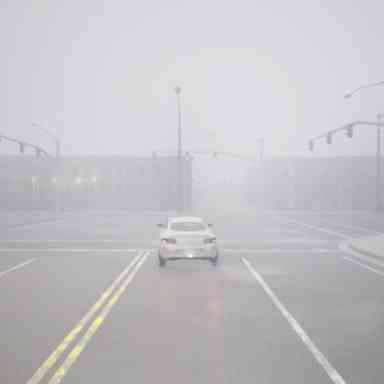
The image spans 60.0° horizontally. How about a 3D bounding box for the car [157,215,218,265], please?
[{"bbox_3d":[-0.226,1.538,11.641,1.812,1.442,4.674,0,0,-4],"label":"car"}]
